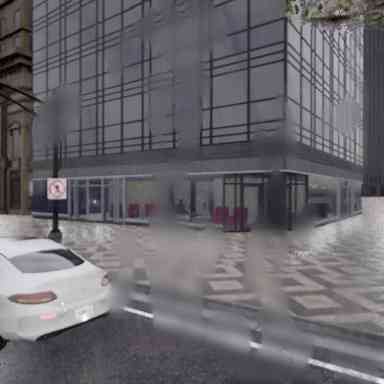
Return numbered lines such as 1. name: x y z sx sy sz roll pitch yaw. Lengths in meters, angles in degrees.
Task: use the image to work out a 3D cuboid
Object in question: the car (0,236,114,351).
1. car: -3.428 1.562 6.130 4.674 1.442 1.812 0 0 35
